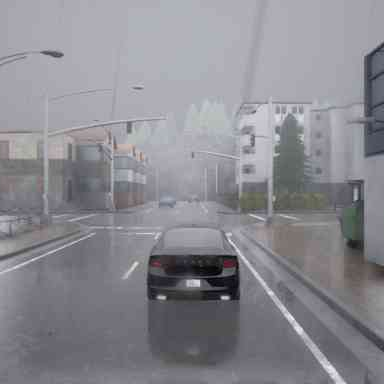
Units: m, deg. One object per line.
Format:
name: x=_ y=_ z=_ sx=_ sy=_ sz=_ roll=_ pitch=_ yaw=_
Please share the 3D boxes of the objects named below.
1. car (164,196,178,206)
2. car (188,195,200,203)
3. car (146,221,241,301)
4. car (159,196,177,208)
car: x=-3.595 y=1.491 z=57.731 sx=2.128 sy=1.511 sz=4.902 roll=0 pitch=0 yaw=0
car: x=0.466 y=1.353 z=69.686 sx=2.097 sy=1.767 sz=4.553 roll=0 pitch=0 yaw=7
car: x=0.047 y=1.478 z=8.413 sx=1.882 sy=1.535 sz=5.008 roll=0 pitch=0 yaw=1
car: x=-3.612 y=1.477 z=47.380 sx=1.882 sy=1.535 sz=5.008 roll=0 pitch=0 yaw=0
